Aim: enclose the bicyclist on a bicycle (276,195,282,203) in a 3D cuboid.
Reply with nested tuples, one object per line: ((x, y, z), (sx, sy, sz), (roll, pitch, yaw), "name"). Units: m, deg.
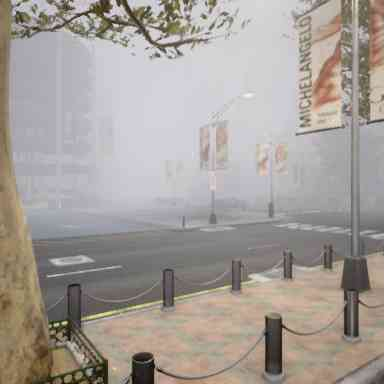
((15.756, 1.268, 60.496), (1.656, 1.620, 0.582), (0, 0, -36), "bicyclist on a bicycle")

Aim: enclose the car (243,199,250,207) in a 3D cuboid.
((6.413, 1.468, 48.644), (2.128, 1.511, 4.902), (0, 0, -35), "car")

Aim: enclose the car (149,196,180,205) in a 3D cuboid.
((-4.905, 1.458, 58.082), (1.882, 1.535, 5.008), (0, 0, -41), "car")

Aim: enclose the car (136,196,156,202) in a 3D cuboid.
((-10.472, 1.529, 76.159), (4.181, 1.385, 1.994), (0, 0, 26), "car")

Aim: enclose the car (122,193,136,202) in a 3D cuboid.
((-15.375, 1.144, 70.769), (5.566, 2.045, 2.150), (0, 0, 26), "car")

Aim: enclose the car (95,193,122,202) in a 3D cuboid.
((-17.798, 1.094, 68.030), (5.566, 2.045, 2.150), (0, 0, 23), "car")

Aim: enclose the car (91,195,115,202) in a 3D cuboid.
((-20.460, 1.431, 76.320), (4.892, 1.490, 1.837), (0, 0, 12), "car")

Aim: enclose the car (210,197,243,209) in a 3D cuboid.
((4.409, 1.544, 45.402), (1.994, 1.385, 4.181), (0, 0, -35), "car")

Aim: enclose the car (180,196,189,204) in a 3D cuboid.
((-2.643, 1.470, 60.781), (2.128, 1.511, 4.902), (0, 0, -41), "car")

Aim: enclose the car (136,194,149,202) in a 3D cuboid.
((-11.219, 1.333, 72.603), (4.553, 1.767, 2.097), (0, 0, 26), "car")
